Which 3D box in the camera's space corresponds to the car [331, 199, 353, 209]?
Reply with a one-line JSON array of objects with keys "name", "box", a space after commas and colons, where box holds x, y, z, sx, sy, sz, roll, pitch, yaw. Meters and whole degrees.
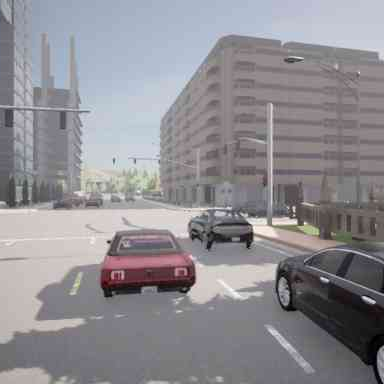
[{"name": "car", "box": [17.201, 1.611, 40.270, 5.357, 1.411, 2.033, 0, 0, -15]}]

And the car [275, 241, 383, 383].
[{"name": "car", "box": [2.825, 1.506, 4.973, 1.837, 1.490, 4.892, 0, 0, -7]}]

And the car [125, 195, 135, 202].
[{"name": "car", "box": [-14.729, 1.609, 79.428, 1.895, 1.301, 4.718, 0, 0, -14]}]

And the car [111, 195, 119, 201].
[{"name": "car", "box": [-20.619, 1.573, 88.848, 1.994, 1.385, 4.181, 0, 0, -14]}]

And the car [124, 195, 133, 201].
[{"name": "car", "box": [-17.096, 1.555, 89.176, 2.033, 1.411, 5.357, 0, 0, -14]}]

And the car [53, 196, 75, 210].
[{"name": "car", "box": [-16.967, 1.611, 43.746, 1.895, 1.301, 4.718, 0, 0, -14]}]

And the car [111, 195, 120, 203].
[{"name": "car", "box": [-16.639, 1.569, 72.465, 1.994, 1.385, 4.181, 0, 0, -14]}]

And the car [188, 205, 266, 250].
[{"name": "car", "box": [1.084, 1.495, 14.414, 2.128, 1.511, 4.902, 0, 0, -12]}]

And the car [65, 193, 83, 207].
[{"name": "car", "box": [-19.260, 1.234, 53.235, 2.150, 2.045, 5.566, 0, 0, -13]}]

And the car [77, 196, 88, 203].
[{"name": "car", "box": [-23.914, 1.555, 72.755, 2.033, 1.411, 5.357, 0, 0, -14]}]

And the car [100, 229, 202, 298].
[{"name": "car", "box": [-1.249, 1.603, 8.589, 1.895, 1.301, 4.718, 0, 0, -11]}]

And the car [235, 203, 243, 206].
[{"name": "car", "box": [7.004, 1.568, 37.730, 4.892, 1.490, 1.837, 0, 0, -14]}]

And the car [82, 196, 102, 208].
[{"name": "car", "box": [-14.681, 1.612, 49.205, 1.895, 1.301, 4.718, 0, 0, -13]}]

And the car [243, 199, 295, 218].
[{"name": "car", "box": [7.211, 1.626, 30.361, 4.181, 1.385, 1.994, 0, 0, -14]}]

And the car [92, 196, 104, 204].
[{"name": "car", "box": [-19.314, 1.541, 68.644, 2.128, 1.511, 4.902, 0, 0, -14]}]

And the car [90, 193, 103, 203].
[{"name": "car", "box": [-16.967, 1.235, 58.694, 2.150, 2.045, 5.566, 0, 0, -13]}]
